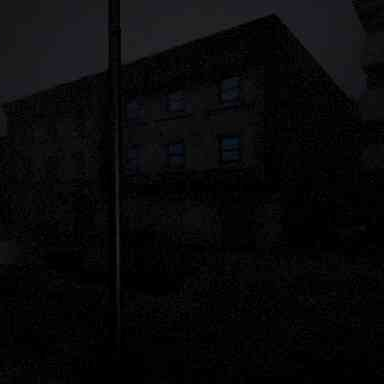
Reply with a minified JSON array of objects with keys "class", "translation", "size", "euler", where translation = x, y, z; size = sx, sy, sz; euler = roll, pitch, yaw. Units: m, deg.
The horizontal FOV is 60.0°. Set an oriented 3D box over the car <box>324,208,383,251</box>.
[{"class":"car","translation":[6.873,1.438,13.680],"size":[3.633,1.501,1.845],"euler":[0,-1,-44]}]
